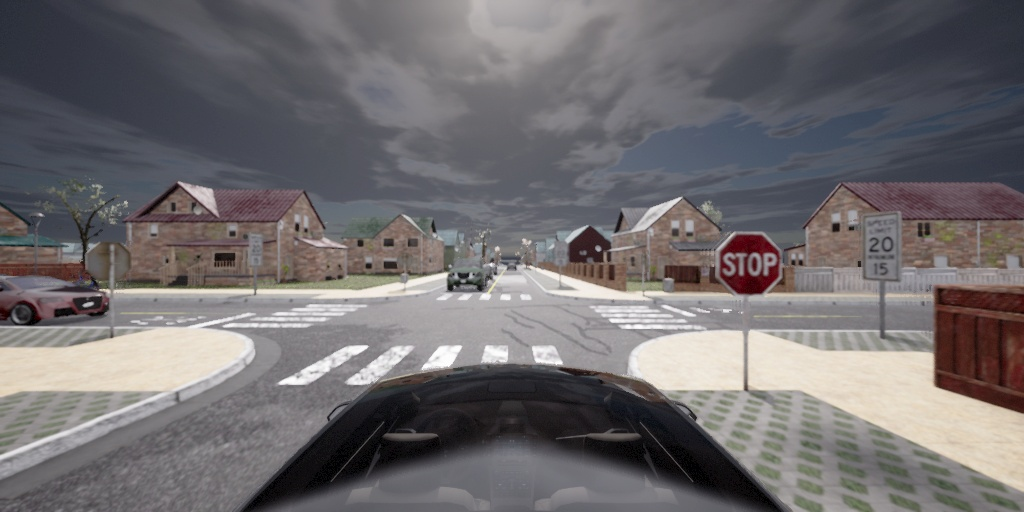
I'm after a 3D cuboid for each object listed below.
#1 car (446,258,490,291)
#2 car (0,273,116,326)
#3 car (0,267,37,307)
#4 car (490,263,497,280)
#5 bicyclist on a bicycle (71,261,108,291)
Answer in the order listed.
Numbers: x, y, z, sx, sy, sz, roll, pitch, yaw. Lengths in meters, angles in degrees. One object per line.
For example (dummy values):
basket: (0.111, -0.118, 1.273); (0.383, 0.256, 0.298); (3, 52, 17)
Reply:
car: (-2.858, 1.164, 23.746); (2.150, 2.045, 5.566); (0, -1, 0)
car: (-15.248, 1.327, 11.212); (4.181, 1.385, 1.994); (0, 0, 0)
car: (-22.531, 1.217, 14.157); (5.008, 1.535, 1.882); (0, 0, 0)
car: (-2.852, 1.576, 35.788); (1.837, 1.490, 4.892); (0, -1, 0)
bicyclist on a bicycle: (-20.158, 1.061, 17.059); (0.582, 1.620, 1.656); (0, 0, 0)
